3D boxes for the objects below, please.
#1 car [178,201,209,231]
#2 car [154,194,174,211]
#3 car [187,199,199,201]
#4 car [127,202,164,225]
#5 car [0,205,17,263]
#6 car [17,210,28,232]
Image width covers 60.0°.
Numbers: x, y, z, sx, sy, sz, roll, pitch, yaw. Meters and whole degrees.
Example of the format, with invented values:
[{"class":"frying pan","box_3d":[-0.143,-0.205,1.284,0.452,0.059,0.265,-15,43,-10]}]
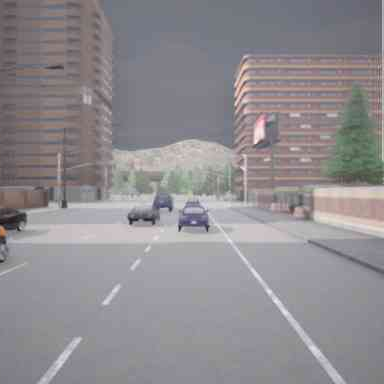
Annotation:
[{"class":"car","box_3d":[0.102,1.540,20.784,1.812,1.442,4.674,0,0,0]},{"class":"car","box_3d":[-3.415,1.248,40.447,2.150,2.045,5.566,0,0,0]},{"class":"car","box_3d":[0.101,1.518,38.823,2.128,1.511,4.902,0,0,0]},{"class":"car","box_3d":[-3.398,1.618,24.403,1.895,1.301,4.718,0,0,0]},{"class":"car","box_3d":[-7.031,1.358,8.922,2.097,1.767,4.553,0,0,0]},{"class":"car","box_3d":[-10.499,1.489,17.346,1.882,1.535,5.008,0,0,0]}]
